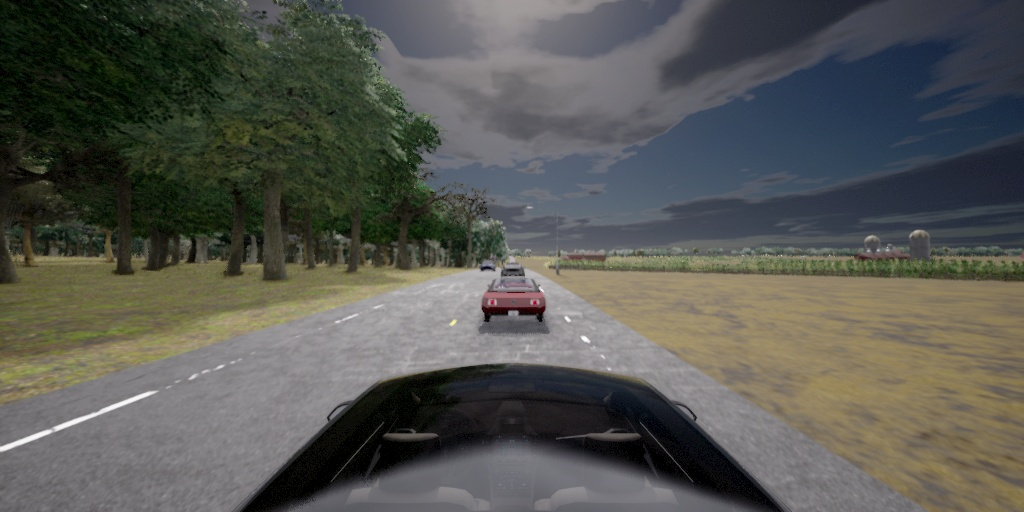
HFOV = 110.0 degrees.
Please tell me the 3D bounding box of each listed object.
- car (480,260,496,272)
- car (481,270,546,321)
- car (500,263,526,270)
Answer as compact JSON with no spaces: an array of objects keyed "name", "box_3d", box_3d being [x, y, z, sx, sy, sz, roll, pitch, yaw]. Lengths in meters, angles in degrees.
[{"name":"car","box_3d":[-3.565,1.392,53.449,2.097,1.767,4.553,0,-1,0]},{"name":"car","box_3d":[0.062,1.338,12.351,1.895,1.301,4.718,0,0,0]},{"name":"car","box_3d":[0.070,1.275,28.937,1.837,1.490,4.892,0,0,0]}]
